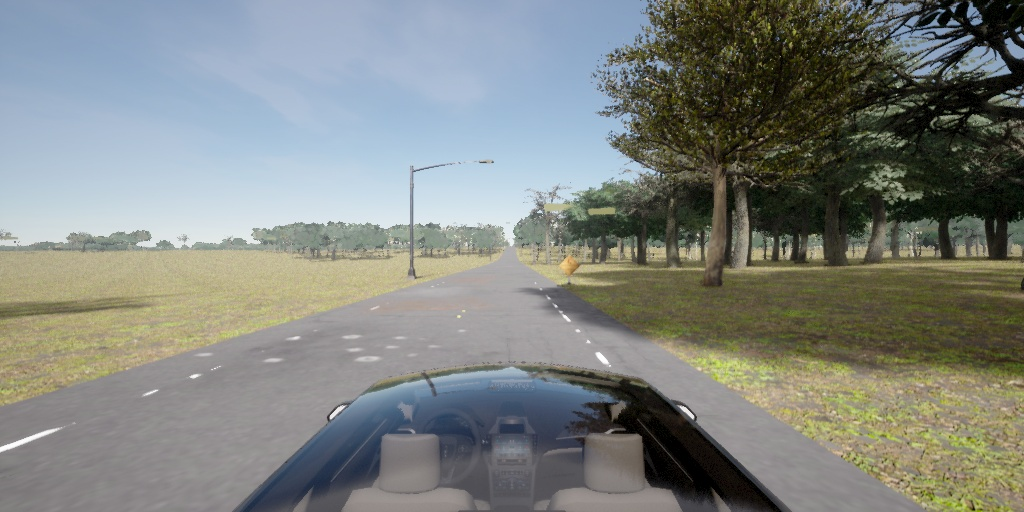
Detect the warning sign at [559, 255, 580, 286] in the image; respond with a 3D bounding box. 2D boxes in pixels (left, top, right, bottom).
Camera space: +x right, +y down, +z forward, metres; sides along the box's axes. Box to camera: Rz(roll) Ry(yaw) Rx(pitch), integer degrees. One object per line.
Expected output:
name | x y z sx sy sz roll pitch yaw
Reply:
warning sign | 3.550 0.886 22.293 1.300 1.860 1.060 0 0 0
